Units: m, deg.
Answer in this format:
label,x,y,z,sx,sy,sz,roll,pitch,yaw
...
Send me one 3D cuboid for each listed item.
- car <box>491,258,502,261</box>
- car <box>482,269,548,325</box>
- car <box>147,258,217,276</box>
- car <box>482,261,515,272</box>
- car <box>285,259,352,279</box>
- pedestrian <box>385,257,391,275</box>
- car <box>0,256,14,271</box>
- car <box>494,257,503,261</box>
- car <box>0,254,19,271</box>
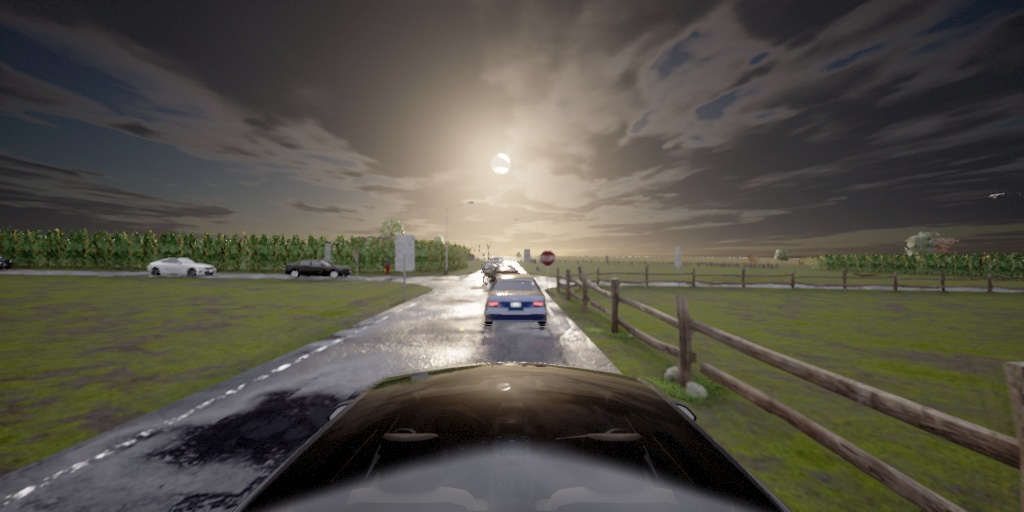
label,x,y,z,sx,sy,sz,roll,pitch,yaw
car,-2.853,1.341,46.529,2.128,1.511,4.902,0,0,1
car,0.099,1.320,11.846,2.033,1.411,5.357,0,0,0
car,-26.659,0.875,29.009,4.674,1.442,1.812,1,-1,0
car,-0.783,1.291,23.679,2.128,1.511,4.902,0,0,-13
car,-15.607,1.023,29.076,5.008,1.535,1.882,1,-1,-1
pedestrian,-12.170,0.960,35.029,0.375,1.860,0.375,0,-2,0
car,-44.195,0.535,28.995,4.902,1.511,2.128,1,-1,0
car,-2.822,1.380,58.994,1.837,1.490,4.892,0,0,0
car,-47.371,0.544,31.846,4.674,1.442,1.812,1,-1,0
